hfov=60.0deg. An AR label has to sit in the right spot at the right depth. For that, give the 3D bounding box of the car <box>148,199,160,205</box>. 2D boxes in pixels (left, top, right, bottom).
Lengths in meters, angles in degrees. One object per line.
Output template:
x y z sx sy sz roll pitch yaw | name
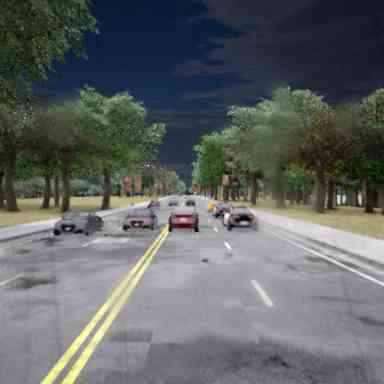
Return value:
-6.857 2.113 60.947 1.837 1.490 4.892 0 0 0 | car

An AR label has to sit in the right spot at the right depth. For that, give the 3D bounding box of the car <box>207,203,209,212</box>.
3.094 1.958 44.969 1.882 1.535 5.008 0 -1 0 | car

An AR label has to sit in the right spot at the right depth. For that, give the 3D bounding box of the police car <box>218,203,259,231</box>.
3.220 1.772 22.949 2.038 1.542 4.974 0 -1 0 | police car

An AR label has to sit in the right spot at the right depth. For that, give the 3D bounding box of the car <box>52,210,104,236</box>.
-6.622 1.797 19.763 1.994 1.385 4.181 0 -1 0 | car

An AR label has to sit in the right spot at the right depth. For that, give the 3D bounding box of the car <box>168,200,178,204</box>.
-3.612 2.188 64.623 2.033 1.411 5.357 0 0 0 | car

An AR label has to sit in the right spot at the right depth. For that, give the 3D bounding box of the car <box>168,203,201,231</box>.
-0.466 1.769 22.869 2.163 1.488 4.792 0 -1 2 | car

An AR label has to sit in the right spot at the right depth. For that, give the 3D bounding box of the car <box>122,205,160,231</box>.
-3.380 1.825 22.395 1.994 1.385 4.181 0 -1 0 | car

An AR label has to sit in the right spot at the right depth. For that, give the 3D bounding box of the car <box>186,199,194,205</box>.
-0.520 2.247 77.839 1.895 1.301 4.718 0 0 -1 | car

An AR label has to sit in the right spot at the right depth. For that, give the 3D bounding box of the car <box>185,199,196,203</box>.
-0.282 2.142 65.964 1.837 1.490 4.892 0 0 0 | car

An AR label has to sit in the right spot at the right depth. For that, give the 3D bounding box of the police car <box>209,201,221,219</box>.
3.169 1.882 33.959 2.038 1.542 4.974 0 -1 0 | police car
